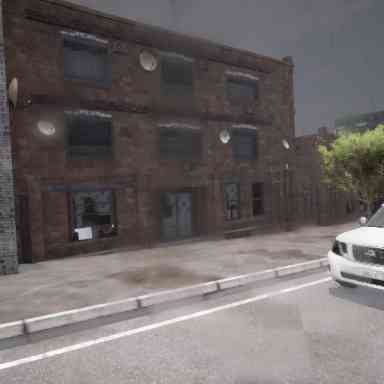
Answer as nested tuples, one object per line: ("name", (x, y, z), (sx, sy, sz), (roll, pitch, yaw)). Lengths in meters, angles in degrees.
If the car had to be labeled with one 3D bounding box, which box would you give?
("car", (5.626, 1.193, 8.003), (5.566, 2.045, 2.150), (0, 0, -35))
